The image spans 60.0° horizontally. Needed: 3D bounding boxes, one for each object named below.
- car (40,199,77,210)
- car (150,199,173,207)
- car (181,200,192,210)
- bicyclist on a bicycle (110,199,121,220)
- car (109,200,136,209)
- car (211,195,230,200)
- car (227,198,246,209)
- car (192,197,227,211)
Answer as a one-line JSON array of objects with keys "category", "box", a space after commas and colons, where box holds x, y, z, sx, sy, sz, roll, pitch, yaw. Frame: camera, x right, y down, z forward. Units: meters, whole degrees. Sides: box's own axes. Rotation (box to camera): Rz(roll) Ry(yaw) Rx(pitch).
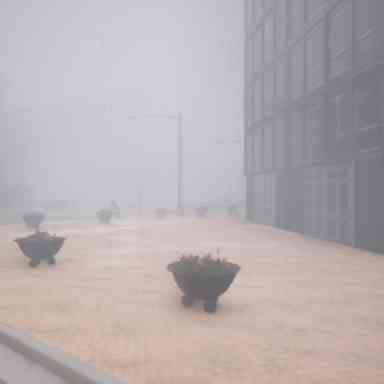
[{"category": "car", "box": [-18.017, 1.676, 45.065, 1.837, 1.490, 4.892, 0, -1, 36]}, {"category": "car", "box": [-5.665, 2.000, 62.149, 1.882, 1.535, 5.008, 0, -1, 36]}, {"category": "car", "box": [0.122, 1.956, 52.114, 1.882, 1.535, 5.008, 0, -1, 36]}, {"category": "bicyclist on a bicycle", "box": [-6.352, 1.424, 27.050, 1.656, 1.620, 0.582, 0, -1, 36]}, {"category": "car", "box": [-10.356, 1.884, 49.736, 1.994, 1.385, 4.181, 0, -1, 36]}, {"category": "car", "box": [5.962, 1.865, 60.341, 2.150, 2.045, 5.566, 0, -1, 36]}, {"category": "car", "box": [8.786, 2.147, 58.276, 2.128, 1.511, 4.902, 0, -1, 36]}, {"category": "car", "box": [2.744, 1.976, 49.764, 2.128, 1.511, 4.902, 0, -1, 36]}]
